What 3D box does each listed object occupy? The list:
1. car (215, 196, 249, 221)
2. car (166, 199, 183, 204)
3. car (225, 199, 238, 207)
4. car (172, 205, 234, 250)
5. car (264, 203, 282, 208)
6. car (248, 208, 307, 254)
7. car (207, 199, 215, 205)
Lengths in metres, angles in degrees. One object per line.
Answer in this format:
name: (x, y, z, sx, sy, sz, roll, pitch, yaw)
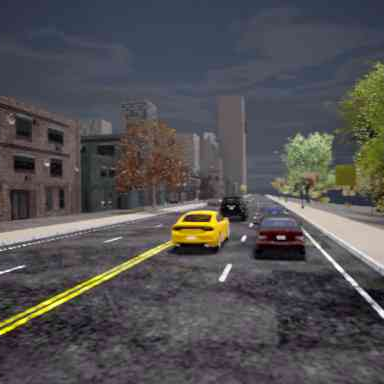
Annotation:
car: (3.744, 1.391, 29.158, 2.150, 2.045, 5.566, -1, 0, 13)
car: (-4.550, 2.529, 85.995, 4.313, 1.339, 1.947, -1, 1, 12)
car: (7.225, 1.976, 61.030, 1.895, 1.301, 4.718, -1, 0, 13)
car: (0.531, 1.585, 14.973, 1.882, 1.535, 5.008, -1, 0, 13)
car: (6.910, 1.678, 28.402, 2.033, 1.411, 5.357, -1, 0, 13)
car: (3.586, 1.608, 13.775, 2.033, 1.411, 5.357, -1, 0, 13)
car: (3.967, 1.965, 61.289, 2.033, 1.411, 5.357, -1, 0, 13)
